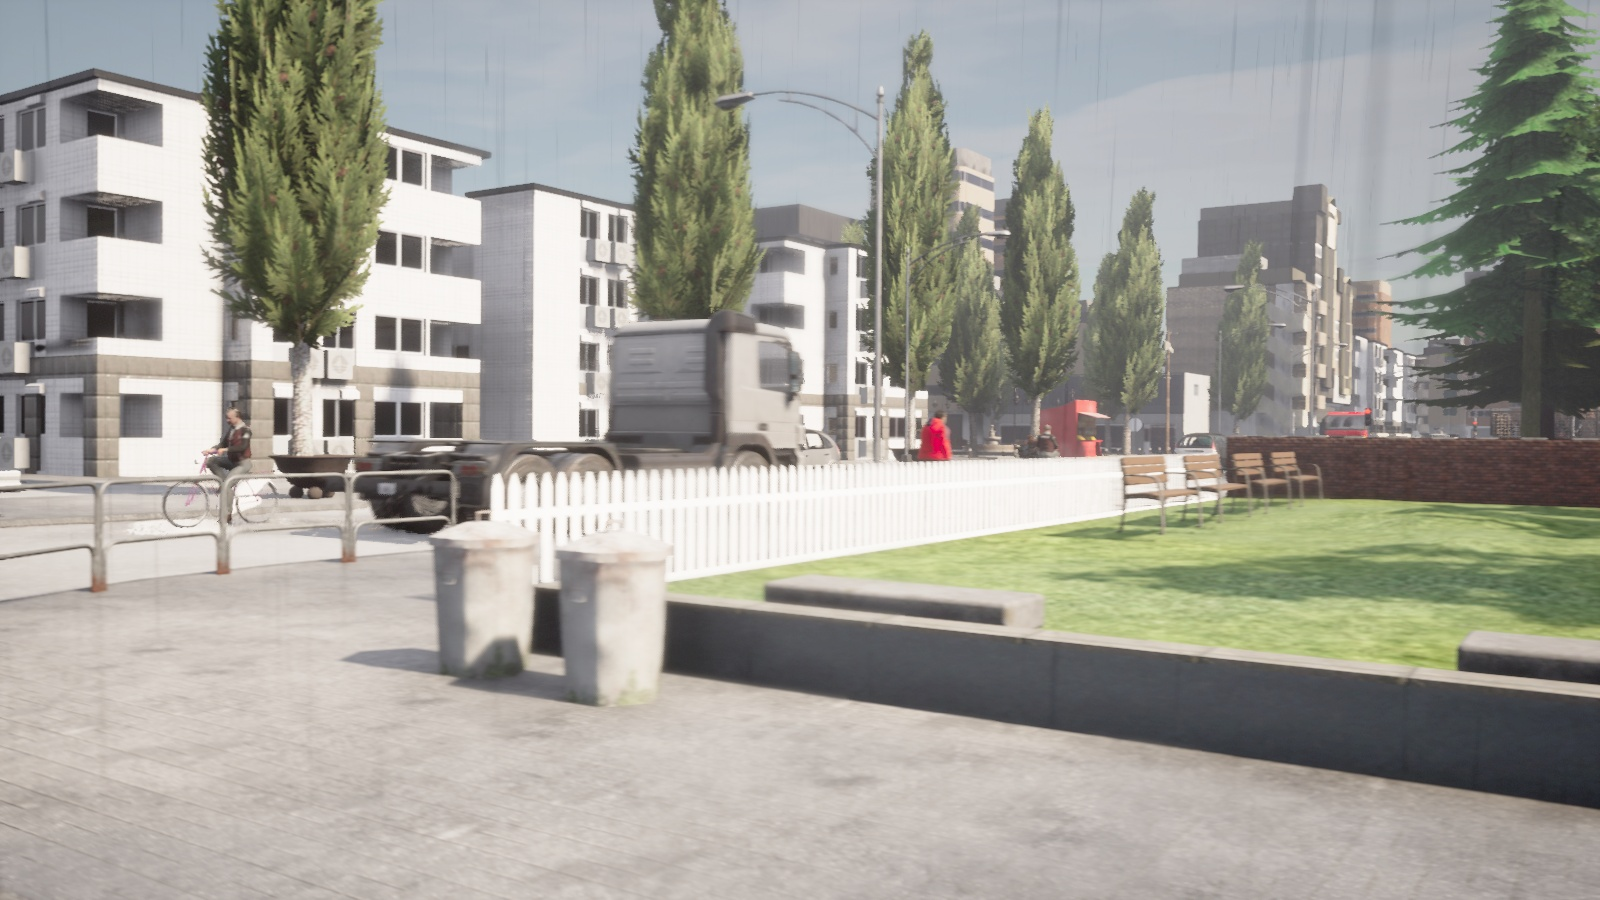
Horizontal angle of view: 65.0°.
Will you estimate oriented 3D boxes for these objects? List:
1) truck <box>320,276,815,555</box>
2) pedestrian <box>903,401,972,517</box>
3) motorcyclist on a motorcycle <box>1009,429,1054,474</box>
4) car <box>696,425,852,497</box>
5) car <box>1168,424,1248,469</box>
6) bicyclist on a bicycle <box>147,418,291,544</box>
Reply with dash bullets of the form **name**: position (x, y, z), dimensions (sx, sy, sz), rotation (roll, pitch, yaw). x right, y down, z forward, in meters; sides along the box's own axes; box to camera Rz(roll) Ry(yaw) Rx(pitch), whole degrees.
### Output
- **truck**: position (-3.154, -0.491, 19.715), dimensions (2.891, 3.462, 7.936), rotation (0, 1, 34)
- **pedestrian**: position (2.243, 0.141, 20.476), dimensions (0.899, 1.844, 0.634), rotation (-1, 1, -33)
- **motorcyclist on a motorcycle**: position (8.058, 0.045, 43.596), dimensions (0.797, 1.523, 2.044), rotation (0, 1, 34)
- **car**: position (-0.566, 0.216, 30.671), dimensions (1.851, 1.617, 3.988), rotation (0, 1, 34)
- **car**: position (15.493, -0.160, 47.532), dimensions (1.851, 1.617, 3.988), rotation (0, 1, 34)
- **bicyclist on a bicycle**: position (-8.586, 0.426, 18.624), dimensions (0.659, 1.776, 1.843), rotation (0, 1, 33)
